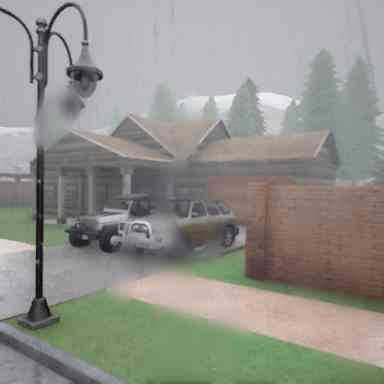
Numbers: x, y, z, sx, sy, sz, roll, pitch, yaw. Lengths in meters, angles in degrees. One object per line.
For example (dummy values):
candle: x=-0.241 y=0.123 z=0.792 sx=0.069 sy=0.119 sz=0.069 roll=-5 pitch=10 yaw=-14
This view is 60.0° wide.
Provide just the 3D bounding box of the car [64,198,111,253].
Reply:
car: x=-2.499 y=1.022 z=12.239 sx=1.905 sy=1.878 sz=3.866 roll=1 pitch=1 yaw=35

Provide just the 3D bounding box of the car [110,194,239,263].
car: x=-0.212 y=1.063 z=11.125 sx=1.932 sy=1.855 sz=4.605 roll=1 pitch=1 yaw=35
